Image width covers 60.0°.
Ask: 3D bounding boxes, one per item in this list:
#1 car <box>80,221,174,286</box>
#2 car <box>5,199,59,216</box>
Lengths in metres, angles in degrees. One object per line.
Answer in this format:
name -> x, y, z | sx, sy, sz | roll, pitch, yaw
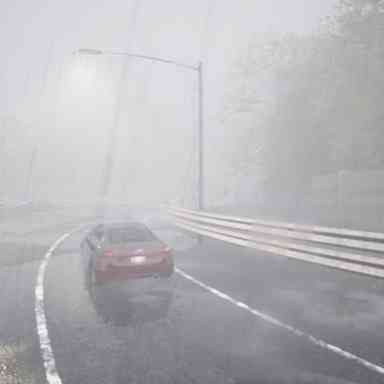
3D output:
car -> -2.031, 1.516, 9.497 | 1.994, 1.385, 4.181 | 0, 0, -23
car -> -15.207, 1.406, 31.852 | 4.674, 1.442, 1.812 | 0, 0, -42
